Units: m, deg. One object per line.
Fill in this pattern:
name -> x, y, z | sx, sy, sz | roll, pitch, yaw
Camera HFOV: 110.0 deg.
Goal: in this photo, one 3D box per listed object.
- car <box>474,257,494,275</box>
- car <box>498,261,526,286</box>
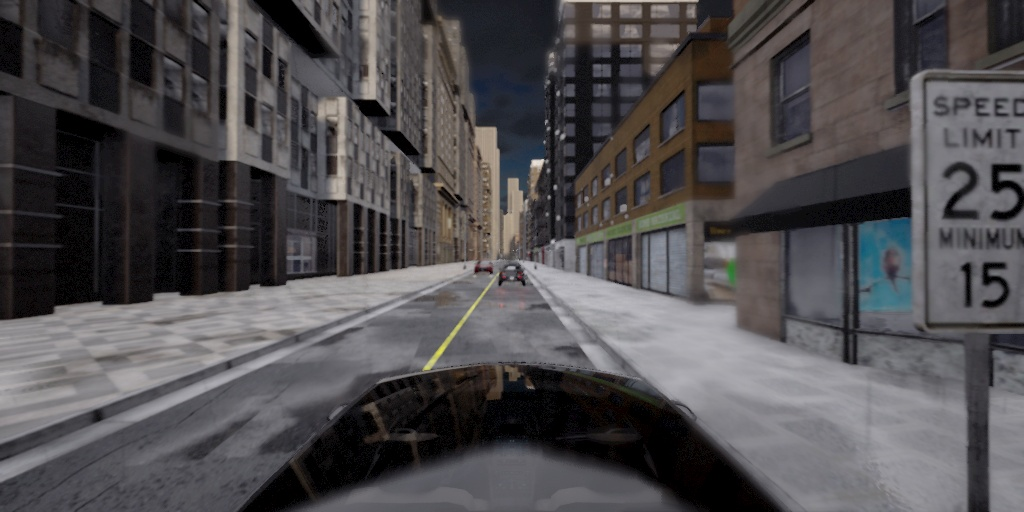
car -> -3.032, 1.179, 39.371 | 1.882, 1.535, 5.008 | 0, 0, 0
car -> 0.002, 1.249, 25.192 | 1.812, 1.442, 4.674 | 0, 0, 0
